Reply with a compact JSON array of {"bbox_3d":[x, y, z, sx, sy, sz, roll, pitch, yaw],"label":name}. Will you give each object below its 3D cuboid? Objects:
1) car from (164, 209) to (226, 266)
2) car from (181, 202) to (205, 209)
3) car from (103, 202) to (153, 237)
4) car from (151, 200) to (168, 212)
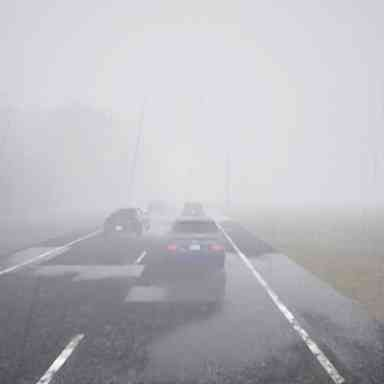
[{"bbox_3d":[0.084,1.533,11.433,2.033,1.411,5.357,0,0,0],"label":"car"},{"bbox_3d":[0.089,1.511,26.819,2.033,1.411,5.357,0,0,0],"label":"car"},{"bbox_3d":[-3.401,1.503,17.774,1.812,1.442,4.674,0,0,0],"label":"car"},{"bbox_3d":[-3.396,1.479,33.197,1.812,1.442,4.674,0,0,0],"label":"car"}]
